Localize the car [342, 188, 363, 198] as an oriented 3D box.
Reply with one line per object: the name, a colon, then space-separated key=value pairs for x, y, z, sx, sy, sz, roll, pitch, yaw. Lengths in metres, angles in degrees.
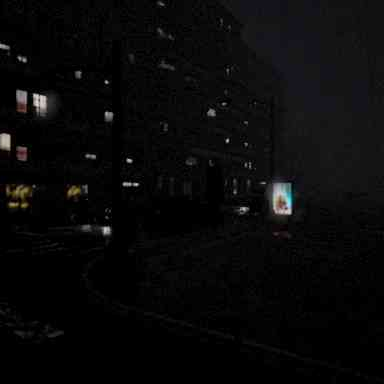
car: x=28.405 y=0.310 z=58.689 sx=1.887 sy=1.381 sz=4.507 roll=1 pitch=2 yaw=35

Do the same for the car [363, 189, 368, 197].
car: x=31.589 y=0.099 z=63.228 sx=1.967 sy=1.590 sz=4.097 roll=1 pitch=2 yaw=35

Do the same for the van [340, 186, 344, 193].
van: x=37.415 y=-0.443 z=86.141 sx=1.690 sy=1.788 sz=3.998 roll=2 pitch=2 yaw=35

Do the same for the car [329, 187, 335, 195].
car: x=31.048 y=-0.025 z=77.064 sx=1.887 sy=1.381 sz=4.507 roll=2 pitch=2 yaw=35

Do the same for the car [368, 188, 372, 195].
car: x=34.772 y=0.097 z=67.774 sx=1.887 sy=1.381 sz=4.507 roll=1 pitch=2 yaw=35

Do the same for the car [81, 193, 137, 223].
car: x=-4.532 y=1.038 z=21.798 sx=2.097 sy=1.767 sz=4.553 roll=0 pitch=1 yaw=35

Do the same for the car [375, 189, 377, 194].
car: x=44.321 y=-0.219 z=81.402 sx=2.008 sy=1.369 sz=4.403 roll=1 pitch=2 yaw=35

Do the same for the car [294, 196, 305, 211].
car: x=9.305 y=0.966 z=31.432 sx=1.947 sy=1.339 sz=4.313 roll=1 pitch=2 yaw=35

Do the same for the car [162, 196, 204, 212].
car: x=-0.778 y=1.072 z=31.646 sx=1.802 sy=1.307 sz=4.206 roll=1 pitch=2 yaw=35

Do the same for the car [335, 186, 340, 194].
car: x=34.232 y=-0.237 z=81.603 sx=1.967 sy=1.590 sz=4.097 roll=2 pitch=2 yaw=35

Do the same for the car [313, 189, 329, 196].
car: x=27.866 y=-0.022 z=72.518 sx=1.967 sy=1.590 sz=4.097 roll=2 pitch=2 yaw=35

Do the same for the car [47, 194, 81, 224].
car: x=-7.141 y=1.012 z=22.555 sx=2.192 sy=1.841 sz=5.009 roll=1 pitch=2 yaw=35

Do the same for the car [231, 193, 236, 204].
car: x=5.588 y=0.831 z=40.729 sx=2.008 sy=1.369 sz=4.403 roll=2 pitch=2 yaw=35

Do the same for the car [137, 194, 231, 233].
car: x=-0.244 y=1.027 z=17.797 sx=2.192 sy=1.841 sz=5.009 roll=1 pitch=2 yaw=35

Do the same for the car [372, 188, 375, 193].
car: x=37.955 y=-0.010 z=72.317 sx=1.887 sy=1.381 sz=4.507 roll=1 pitch=2 yaw=35

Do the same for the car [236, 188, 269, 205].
car: x=7.815 y=0.502 z=39.398 sx=2.150 sy=2.045 sz=5.566 roll=0 pitch=1 yaw=35

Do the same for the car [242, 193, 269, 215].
car: x=6.121 y=1.070 z=26.889 sx=1.947 sy=1.339 sz=4.313 roll=1 pitch=2 yaw=35
